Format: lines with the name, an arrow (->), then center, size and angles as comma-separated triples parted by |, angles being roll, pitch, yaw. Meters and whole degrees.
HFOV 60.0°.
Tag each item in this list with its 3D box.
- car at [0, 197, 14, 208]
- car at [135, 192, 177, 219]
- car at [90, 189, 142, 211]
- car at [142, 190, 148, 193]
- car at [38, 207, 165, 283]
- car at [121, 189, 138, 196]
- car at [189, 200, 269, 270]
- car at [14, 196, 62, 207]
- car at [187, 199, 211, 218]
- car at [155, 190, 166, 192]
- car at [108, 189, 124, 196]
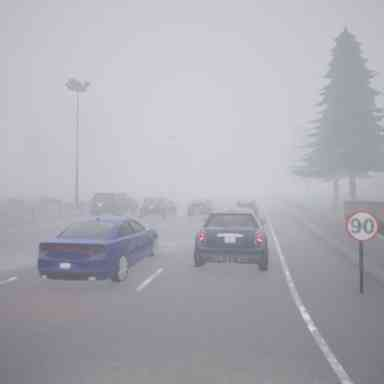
car -> -19.149, 1.283, 34.976 | 2.033, 1.411, 5.357 | 0, 1, 11
car -> -2.647, 1.148, 27.211 | 2.097, 1.767, 4.553 | 0, 1, 11
car -> -6.236, 1.031, 27.099 | 2.150, 2.045, 5.566 | 0, 1, 11
car -> -11.164, 0.186, 74.938 | 1.994, 1.385, 4.181 | 0, 2, 11
car -> -2.403, 1.460, 9.817 | 1.882, 1.535, 5.008 | 0, 1, 9
car -> -14.329, 0.053, 76.977 | 2.128, 1.511, 4.902 | 0, 2, 11
car -> 1.403, 1.313, 11.170 | 2.097, 1.767, 4.553 | 0, 0, 10
car -> -15.624, 1.217, 34.758 | 2.128, 1.511, 4.902 | 0, 1, 11
car -> 0.875, 1.279, 26.984 | 2.128, 1.511, 4.902 | 0, 1, 11
car -> -7.467, 0.120, 75.595 | 1.895, 1.301, 4.718 | 0, 2, 11
car -> -17.763, 0.030, 77.654 | 1.837, 1.490, 4.892 | 0, 2, 11
